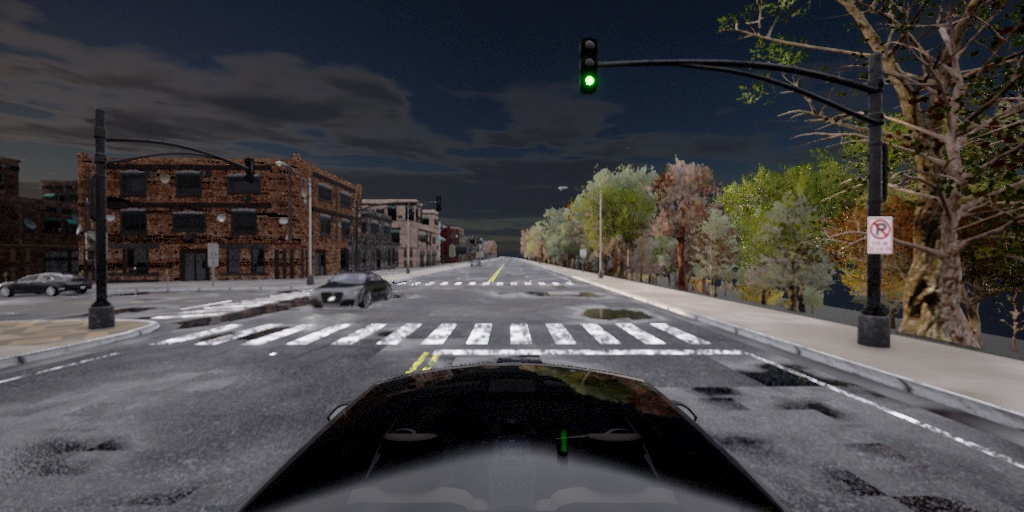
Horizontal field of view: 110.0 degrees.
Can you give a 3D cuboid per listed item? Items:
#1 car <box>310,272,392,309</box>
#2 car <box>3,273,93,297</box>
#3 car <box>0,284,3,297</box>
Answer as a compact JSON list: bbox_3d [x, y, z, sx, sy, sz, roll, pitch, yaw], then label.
[{"bbox_3d":[-6.538,1.360,14.999,1.994,1.385,4.181,0,0,0],"label":"car"},{"bbox_3d":[-28.390,1.713,21.861,4.403,1.370,2.007,0,0,-1],"label":"car"},{"bbox_3d":[-22.654,1.710,13.359,4.313,1.339,1.948,0,0,-1],"label":"car"}]
